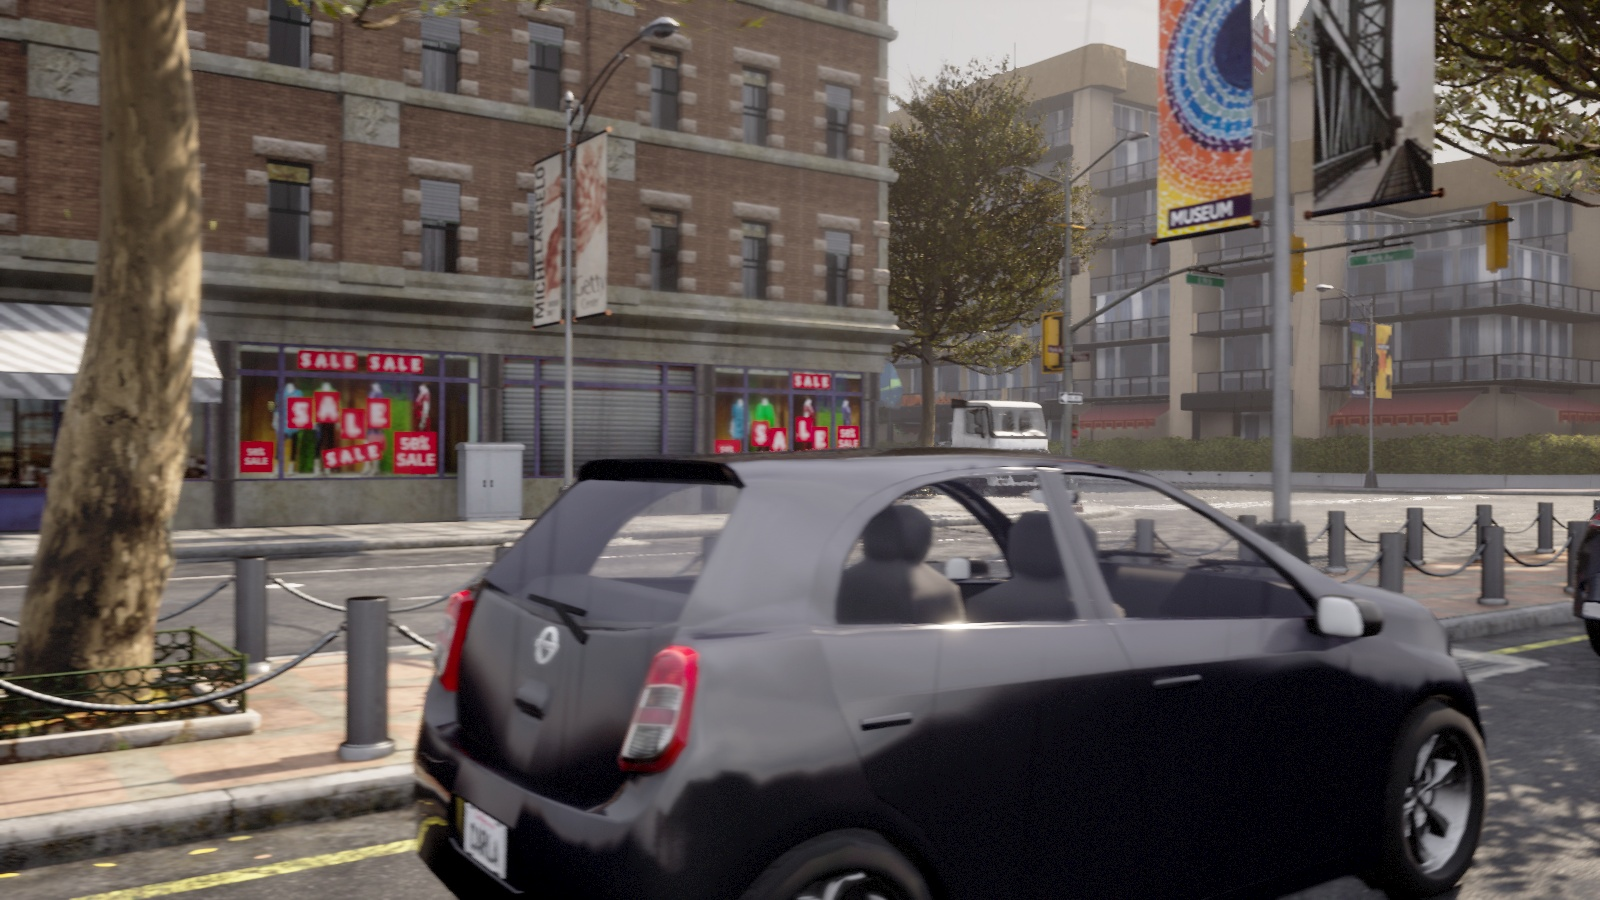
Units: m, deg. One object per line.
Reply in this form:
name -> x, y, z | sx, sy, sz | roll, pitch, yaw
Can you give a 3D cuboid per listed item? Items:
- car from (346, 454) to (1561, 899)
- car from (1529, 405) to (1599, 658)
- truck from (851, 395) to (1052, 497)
car -> 0.637, 0.767, 4.102 | 3.633, 1.501, 1.845 | 0, 0, -35
car -> 7.665, 0.530, 9.090 | 5.027, 1.651, 2.152 | 0, 0, -34
truck -> 5.462, -0.134, 46.864 | 2.891, 3.462, 7.936 | 0, 0, -35
